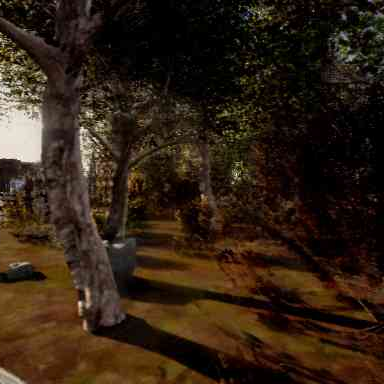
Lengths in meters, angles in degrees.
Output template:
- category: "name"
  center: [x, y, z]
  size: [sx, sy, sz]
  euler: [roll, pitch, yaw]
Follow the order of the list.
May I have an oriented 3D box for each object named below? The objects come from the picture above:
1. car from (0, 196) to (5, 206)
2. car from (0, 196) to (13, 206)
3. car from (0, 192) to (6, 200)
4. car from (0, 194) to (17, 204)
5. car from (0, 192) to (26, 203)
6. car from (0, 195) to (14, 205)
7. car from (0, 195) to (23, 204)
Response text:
- category: "car"
  center: [-31.795, 1.427, 51.380]
  size: [4.674, 1.452, 2.002]
  euler: [0, 0, -16]
- category: "car"
  center: [-32.396, 1.377, 54.147]
  size: [5.366, 1.575, 1.946]
  euler: [0, 0, -16]
- category: "car"
  center: [-18.882, 1.232, 34.515]
  size: [2.150, 2.045, 5.566]
  euler: [0, 0, -16]
- category: "car"
  center: [-34.108, 1.235, 59.535]
  size: [4.553, 1.767, 2.185]
  euler: [0, 0, -16]
- category: "car"
  center: [-35.675, 1.092, 64.965]
  size: [5.566, 2.045, 2.435]
  euler: [0, 0, -16]
- category: "car"
  center: [-33.535, 1.366, 56.760]
  size: [5.366, 1.575, 1.946]
  euler: [0, 0, -16]
- category: "car"
  center: [-34.743, 1.350, 62.293]
  size: [5.366, 1.575, 1.946]
  euler: [0, 0, -16]
